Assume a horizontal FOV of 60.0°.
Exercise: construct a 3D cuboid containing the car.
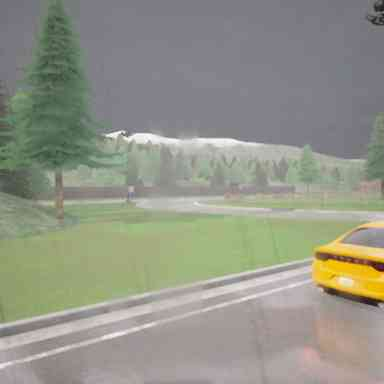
[{"bbox_3d":[4.695,1.367,7.203,5.008,1.535,1.882,-1,1,-35],"label":"car"}]
